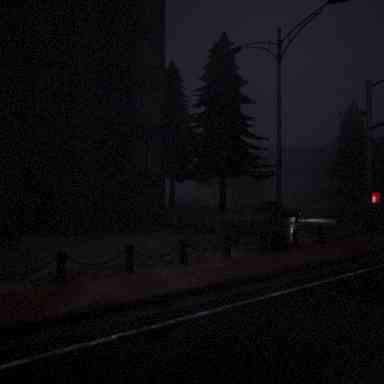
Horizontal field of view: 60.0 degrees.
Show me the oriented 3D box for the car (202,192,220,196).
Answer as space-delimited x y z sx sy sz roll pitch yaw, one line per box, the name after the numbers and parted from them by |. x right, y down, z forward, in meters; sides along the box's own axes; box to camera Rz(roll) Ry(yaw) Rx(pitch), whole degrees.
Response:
5.165 1.113 92.444 1.932 1.855 4.605 0 0 -37 | car

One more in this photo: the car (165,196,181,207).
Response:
-3.591 1.616 50.451 1.895 1.301 4.718 0 0 -34 | car

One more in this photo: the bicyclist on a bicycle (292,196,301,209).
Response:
11.472 1.316 36.639 1.656 1.620 0.582 0 0 -37 | bicyclist on a bicycle

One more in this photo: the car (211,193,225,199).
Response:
7.253 1.092 94.506 1.905 1.878 3.866 0 0 -37 | car

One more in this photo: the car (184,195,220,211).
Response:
1.330 1.493 37.662 1.882 1.535 5.008 0 0 -37 | car

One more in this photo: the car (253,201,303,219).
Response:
7.535 1.541 29.475 1.812 1.442 4.674 0 0 -38 | car
